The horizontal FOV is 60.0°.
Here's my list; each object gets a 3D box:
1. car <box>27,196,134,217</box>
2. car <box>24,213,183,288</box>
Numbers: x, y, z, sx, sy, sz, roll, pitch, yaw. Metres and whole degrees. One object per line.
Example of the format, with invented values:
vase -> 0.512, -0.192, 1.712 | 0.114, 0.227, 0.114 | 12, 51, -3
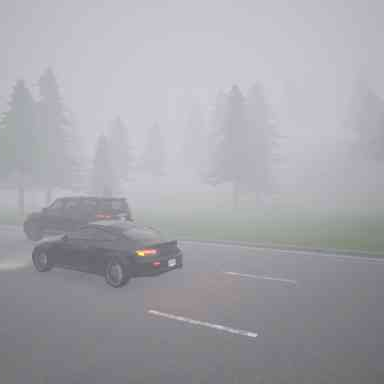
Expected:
car -> -5.126, 1.217, 14.936 | 5.566, 2.045, 2.150 | -1, 0, 31
car -> -2.425, 1.526, 9.197 | 4.674, 1.442, 1.812 | 0, 0, 32
